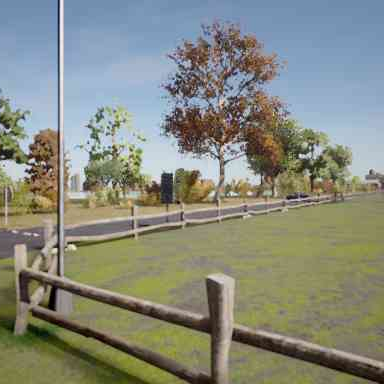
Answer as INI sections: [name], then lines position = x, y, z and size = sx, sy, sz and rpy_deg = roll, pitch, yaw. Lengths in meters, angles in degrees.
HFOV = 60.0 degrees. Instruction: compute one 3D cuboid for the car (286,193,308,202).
[car]
position = 15.518, 0.737, 48.968
size = 1.895, 1.301, 4.718
rpy_deg = 0, 1, 36
